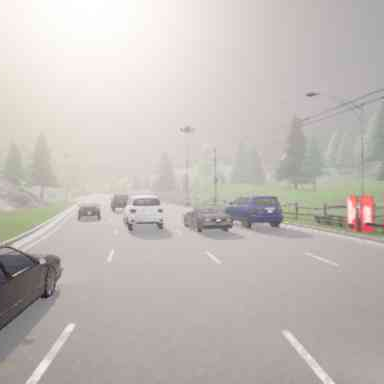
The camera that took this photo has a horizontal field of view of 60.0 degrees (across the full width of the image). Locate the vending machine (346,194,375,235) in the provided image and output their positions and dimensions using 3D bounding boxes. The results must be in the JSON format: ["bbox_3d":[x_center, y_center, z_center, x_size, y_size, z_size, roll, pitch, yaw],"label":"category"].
[{"bbox_3d":[9.032,1.177,17.871,1.100,2.100,0.880,0,0,-12],"label":"vending machine"}]

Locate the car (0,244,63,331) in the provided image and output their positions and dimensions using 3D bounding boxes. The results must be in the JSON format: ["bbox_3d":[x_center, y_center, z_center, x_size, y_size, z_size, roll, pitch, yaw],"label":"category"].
[{"bbox_3d":[-3.760,1.569,5.398,2.033,1.411,5.357,0,0,-5],"label":"car"}]

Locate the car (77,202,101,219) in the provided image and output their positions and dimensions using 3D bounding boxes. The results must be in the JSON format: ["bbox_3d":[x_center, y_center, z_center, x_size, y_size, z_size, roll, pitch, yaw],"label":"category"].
[{"bbox_3d":[-9.246,1.594,30.064,1.812,1.442,4.674,0,0,-16],"label":"car"}]

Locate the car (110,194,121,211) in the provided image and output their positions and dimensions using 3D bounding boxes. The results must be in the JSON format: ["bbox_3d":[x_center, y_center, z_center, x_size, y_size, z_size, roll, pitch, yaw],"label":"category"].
[{"bbox_3d":[-8.917,1.302,41.505,2.150,2.045,5.566,0,0,-16],"label":"car"}]

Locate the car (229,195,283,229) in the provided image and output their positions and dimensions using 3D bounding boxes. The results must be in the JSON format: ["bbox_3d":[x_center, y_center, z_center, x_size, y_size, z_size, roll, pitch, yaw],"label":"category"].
[{"bbox_3d":[3.903,1.230,22.038,2.150,2.045,5.566,0,0,-14],"label":"car"}]

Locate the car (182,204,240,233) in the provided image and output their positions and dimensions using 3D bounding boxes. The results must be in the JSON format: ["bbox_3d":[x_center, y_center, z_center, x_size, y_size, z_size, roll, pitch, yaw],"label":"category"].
[{"bbox_3d":[0.785,1.565,20.116,2.033,1.411,5.357,0,0,-14],"label":"car"}]

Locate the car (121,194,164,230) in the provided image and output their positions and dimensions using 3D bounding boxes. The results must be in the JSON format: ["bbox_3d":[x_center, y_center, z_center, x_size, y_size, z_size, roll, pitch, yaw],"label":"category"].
[{"bbox_3d":[-3.263,1.259,21.804,2.150,2.045,5.566,0,0,-15],"label":"car"}]
